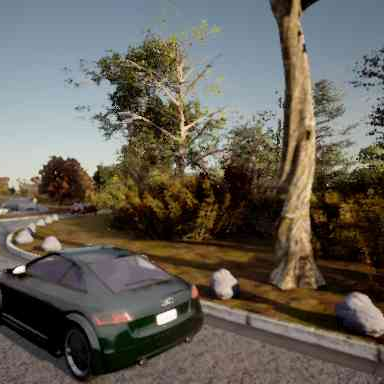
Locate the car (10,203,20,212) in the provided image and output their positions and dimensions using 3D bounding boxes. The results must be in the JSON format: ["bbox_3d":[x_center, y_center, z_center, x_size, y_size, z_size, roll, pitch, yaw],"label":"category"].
[{"bbox_3d":[-30.458,2.566,56.381,1.837,1.490,4.892,0,-1,-21],"label":"car"}]

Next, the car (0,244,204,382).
[{"bbox_3d":[-1.845,1.608,5.620,4.181,1.385,1.994,-1,-1,41],"label":"car"}]

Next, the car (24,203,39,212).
[{"bbox_3d":[-27.004,2.563,56.296,1.812,1.442,4.674,0,-1,-19],"label":"car"}]

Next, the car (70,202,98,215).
[{"bbox_3d":[-14.983,2.224,46.605,2.097,1.767,4.553,0,0,14],"label":"car"}]

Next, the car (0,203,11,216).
[{"bbox_3d":[-24.366,2.358,40.033,1.895,1.301,4.718,0,-1,1],"label":"car"}]
